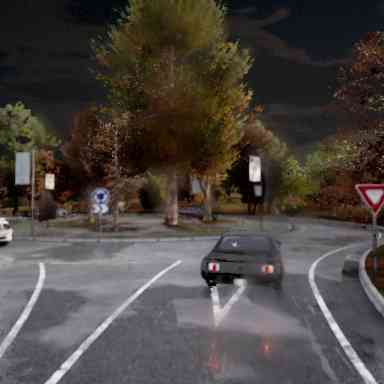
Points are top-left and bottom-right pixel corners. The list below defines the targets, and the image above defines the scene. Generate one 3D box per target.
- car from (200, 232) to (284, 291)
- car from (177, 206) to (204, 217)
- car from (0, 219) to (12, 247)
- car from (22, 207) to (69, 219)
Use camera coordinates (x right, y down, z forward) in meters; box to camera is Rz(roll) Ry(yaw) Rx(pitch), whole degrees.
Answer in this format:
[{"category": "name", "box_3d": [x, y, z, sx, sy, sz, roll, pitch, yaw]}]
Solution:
[{"category": "car", "box_3d": [1.644, 1.794, 9.626, 1.895, 1.301, 4.718, -1, -2, 14]}, {"category": "car", "box_3d": [-0.287, 2.737, 47.122, 5.357, 1.411, 2.033, 0, -2, 14]}, {"category": "car", "box_3d": [-11.072, 1.571, 15.684, 5.566, 2.045, 2.150, 0, -2, 25]}, {"category": "car", "box_3d": [-17.900, 2.525, 40.876, 2.033, 1.411, 5.357, -1, -1, 35]}]
